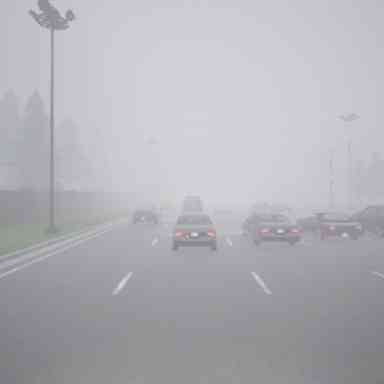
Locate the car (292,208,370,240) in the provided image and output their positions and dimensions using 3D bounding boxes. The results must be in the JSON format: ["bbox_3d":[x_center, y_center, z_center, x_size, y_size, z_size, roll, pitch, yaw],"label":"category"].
[{"bbox_3d":[7.101,1.711,17.652,1.895,1.301,4.718,0,0,0],"label":"car"}]

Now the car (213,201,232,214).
[{"bbox_3d":[3.597,1.771,39.666,1.812,1.442,4.674,0,0,0],"label":"car"}]

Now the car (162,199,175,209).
[{"bbox_3d":[-3.398,1.765,46.467,1.882,1.535,5.008,0,0,0],"label":"car"}]

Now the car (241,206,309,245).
[{"bbox_3d":[3.602,1.648,16.045,2.033,1.411,5.357,0,0,0],"label":"car"}]

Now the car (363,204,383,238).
[{"bbox_3d":[10.600,1.467,18.622,2.097,1.767,4.553,0,0,0],"label":"car"}]

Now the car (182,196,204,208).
[{"bbox_3d":[0.095,1.450,36.604,2.150,2.045,5.566,0,0,0],"label":"car"}]

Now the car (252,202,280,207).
[{"bbox_3d":[7.088,1.758,33.997,2.033,1.411,5.357,0,0,0],"label":"car"}]

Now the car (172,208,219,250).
[{"bbox_3d":[0.102,1.640,14.845,2.033,1.411,5.357,0,0,0],"label":"car"}]

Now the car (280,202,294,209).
[{"bbox_3d":[10.599,1.847,39.806,1.895,1.301,4.718,0,0,0],"label":"car"}]

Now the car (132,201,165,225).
[{"bbox_3d":[-3.398,1.684,25.591,1.812,1.442,4.674,0,0,0],"label":"car"}]
